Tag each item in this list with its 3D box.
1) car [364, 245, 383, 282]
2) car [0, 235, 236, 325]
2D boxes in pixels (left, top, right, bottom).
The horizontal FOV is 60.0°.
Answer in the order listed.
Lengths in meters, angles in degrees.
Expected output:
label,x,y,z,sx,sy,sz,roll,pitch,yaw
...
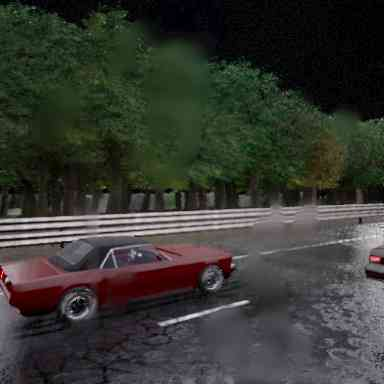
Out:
label,x,y,z,sx,sy,sz,roll,pitch,yaw
car,6.437,1.549,8.336,5.357,1.411,2.033,0,0,-35
car,-1.327,1.601,7.103,4.718,1.301,1.895,0,0,-36
